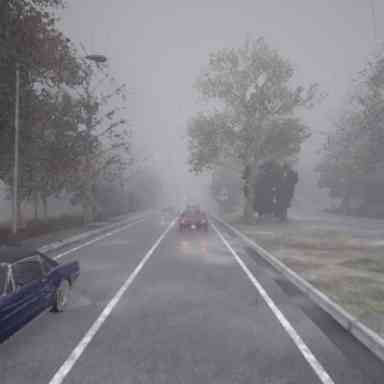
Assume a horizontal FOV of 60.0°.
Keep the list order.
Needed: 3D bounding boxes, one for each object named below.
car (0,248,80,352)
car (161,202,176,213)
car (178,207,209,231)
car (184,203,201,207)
[{"bbox_3d":[-3.353,1.629,5.004,1.895,1.301,4.718,0,0,0],"label":"car"},{"bbox_3d":[-3.336,2.273,47.673,1.837,1.490,4.892,0,-1,0],"label":"car"},{"bbox_3d":[0.089,1.894,22.644,1.895,1.301,4.718,0,-1,0],"label":"car"},{"bbox_3d":[0.090,2.019,40.372,2.128,1.511,4.902,1,4,0],"label":"car"}]
